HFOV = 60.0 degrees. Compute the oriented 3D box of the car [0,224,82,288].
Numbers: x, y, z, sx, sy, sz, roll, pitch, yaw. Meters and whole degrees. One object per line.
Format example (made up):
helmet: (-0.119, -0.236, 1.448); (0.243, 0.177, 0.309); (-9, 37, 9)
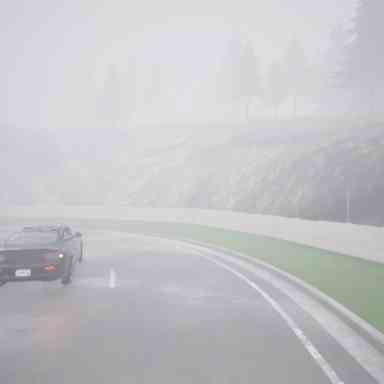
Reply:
car: (-4.258, 1.634, 9.577); (1.812, 1.442, 4.674); (1, -1, -14)
